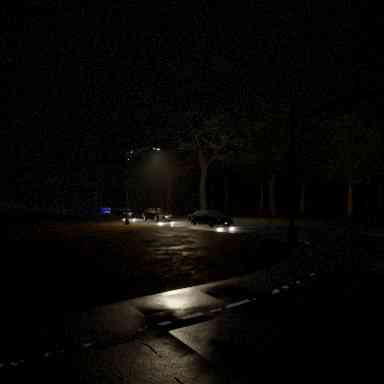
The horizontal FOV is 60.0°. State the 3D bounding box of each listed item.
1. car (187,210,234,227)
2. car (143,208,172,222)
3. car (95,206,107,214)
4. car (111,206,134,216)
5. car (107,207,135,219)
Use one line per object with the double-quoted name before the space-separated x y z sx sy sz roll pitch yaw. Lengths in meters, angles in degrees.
"car" 1.478 2.282 29.669 2.033 1.411 5.357 0 -2 -30
"car" -4.029 2.579 38.028 1.837 1.490 4.892 1 -2 -33
"car" -17.635 3.512 65.336 1.882 1.535 5.008 1 -2 -33
"car" -11.919 3.224 56.618 2.128 1.511 4.902 1 -2 -33
"car" -9.615 2.896 46.562 2.128 1.511 4.902 1 -2 -33
